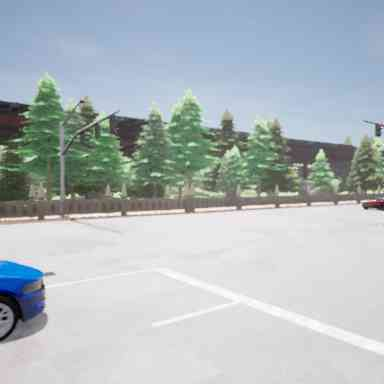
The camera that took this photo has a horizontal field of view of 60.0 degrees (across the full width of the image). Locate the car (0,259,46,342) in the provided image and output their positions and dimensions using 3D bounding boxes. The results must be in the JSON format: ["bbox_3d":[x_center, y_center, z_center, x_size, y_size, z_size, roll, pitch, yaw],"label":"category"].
[{"bbox_3d":[-4.761,1.496,4.677,5.008,1.535,1.882,-1,0,-35],"label":"car"}]

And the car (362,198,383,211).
[{"bbox_3d":[20.182,1.273,35.627,4.718,1.301,1.895,-1,0,-35],"label":"car"}]
